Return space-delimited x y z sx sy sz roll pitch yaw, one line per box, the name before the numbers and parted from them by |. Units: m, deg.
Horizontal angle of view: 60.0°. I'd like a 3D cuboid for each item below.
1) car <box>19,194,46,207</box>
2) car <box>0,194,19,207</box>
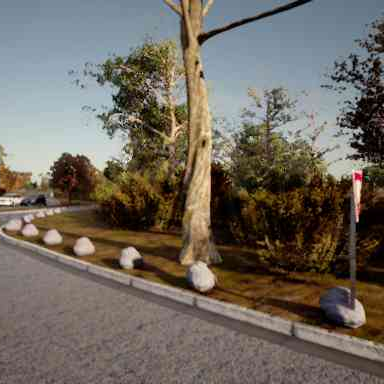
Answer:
car | -24.969 1.298 52.974 2.150 2.045 5.566 0 0 -7
car | -28.050 1.281 51.608 2.150 2.045 5.566 0 0 -6
